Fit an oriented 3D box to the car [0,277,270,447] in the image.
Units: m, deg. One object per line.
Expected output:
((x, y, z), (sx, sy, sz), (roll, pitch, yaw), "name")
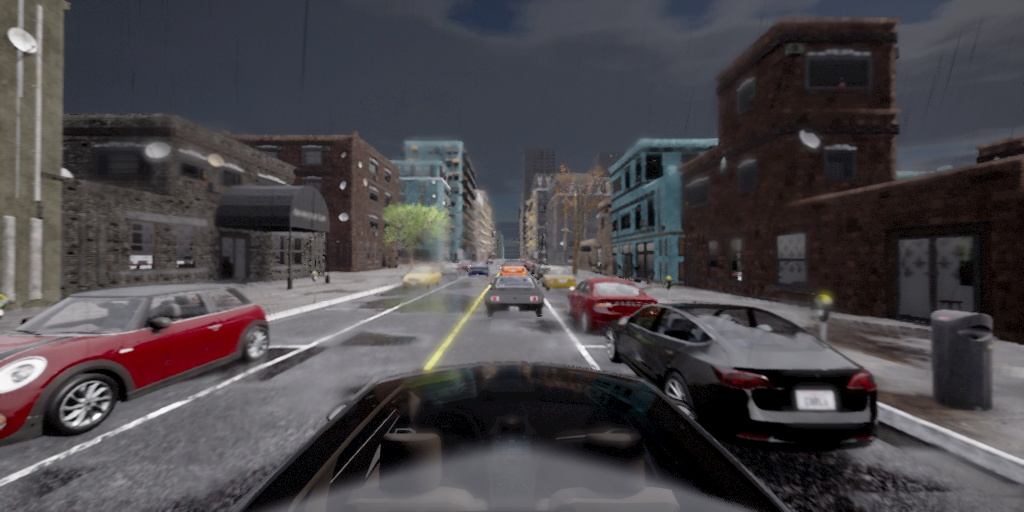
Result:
((-5.688, 1.192, 5.262), (1.967, 1.591, 4.097), (0, 0, 0), "car")

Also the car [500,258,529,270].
((0.090, 1.128, 29.966), (2.097, 1.767, 4.553), (0, 0, 0), "car")

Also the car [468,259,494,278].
((-3.102, 1.328, 35.032), (2.033, 1.411, 5.357), (0, 0, 0), "car")

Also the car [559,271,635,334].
((2.699, 1.302, 10.488), (1.888, 1.381, 4.507), (0, 0, 0), "car")

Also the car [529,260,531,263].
((2.819, 1.350, 37.490), (1.948, 1.339, 4.313), (0, 0, 0), "car")

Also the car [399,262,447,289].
((-5.759, 1.294, 23.336), (1.751, 1.417, 4.829), (0, 0, 0), "car")

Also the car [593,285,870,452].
((2.692, 1.319, 5.261), (1.948, 1.339, 4.313), (0, 0, 0), "car")

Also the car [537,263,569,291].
((2.751, 1.293, 21.724), (1.751, 1.417, 4.829), (0, 0, 0), "car")

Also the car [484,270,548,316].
((0.093, 1.360, 13.347), (1.895, 1.301, 4.718), (0, 0, 0), "car")

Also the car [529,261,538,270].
((2.791, 1.326, 29.945), (2.007, 1.370, 4.403), (0, 0, 0), "car")

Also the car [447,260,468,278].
((-5.814, 1.331, 34.571), (2.007, 1.370, 4.403), (0, 0, 0), "car")
